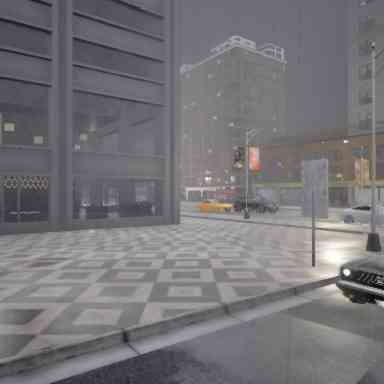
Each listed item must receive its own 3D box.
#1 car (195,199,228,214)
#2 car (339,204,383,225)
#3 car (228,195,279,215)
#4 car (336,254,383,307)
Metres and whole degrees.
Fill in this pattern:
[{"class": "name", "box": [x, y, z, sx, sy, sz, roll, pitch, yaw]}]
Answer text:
[{"class": "car", "box": [2.373, 1.581, 36.934, 1.882, 1.535, 5.008, 0, 0, -36]}, {"class": "car", "box": [12.412, 1.563, 22.665, 1.812, 1.442, 4.674, 0, 0, -32]}, {"class": "car", "box": [6.848, 1.314, 36.283, 2.150, 2.045, 5.566, 0, 0, -36]}, {"class": "car", "box": [5.104, 1.601, 6.886, 4.718, 1.301, 1.895, 0, 0, -34]}]
